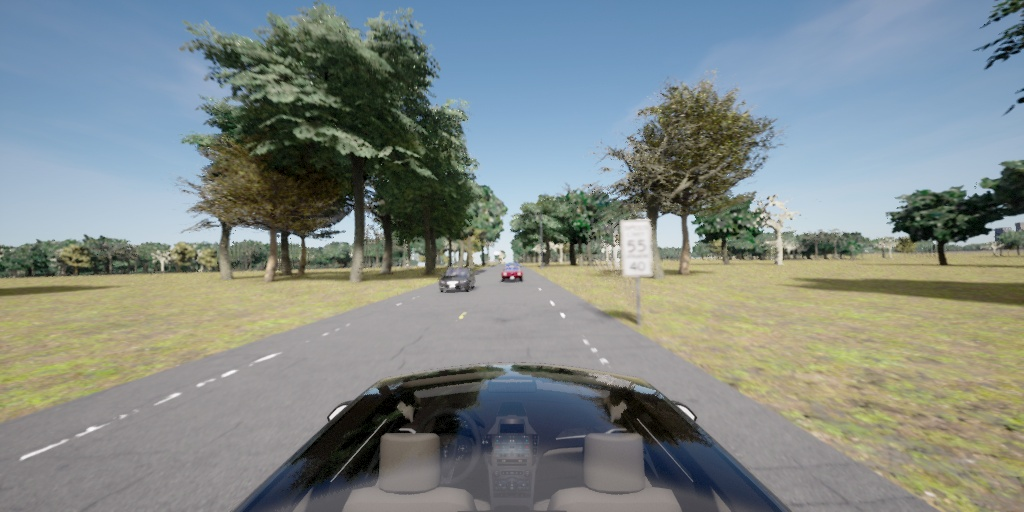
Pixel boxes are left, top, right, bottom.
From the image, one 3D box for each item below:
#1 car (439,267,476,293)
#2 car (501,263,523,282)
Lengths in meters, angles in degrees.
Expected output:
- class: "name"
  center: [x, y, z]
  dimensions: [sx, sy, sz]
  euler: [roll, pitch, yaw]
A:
- class: "car"
  center: [-3.503, 1.517, 23.519]
  dimensions: [2.128, 1.511, 4.902]
  euler: [-2, 0, 0]
- class: "car"
  center: [0.029, 1.549, 32.046]
  dimensions: [1.895, 1.301, 4.718]
  euler: [-2, 0, 0]
